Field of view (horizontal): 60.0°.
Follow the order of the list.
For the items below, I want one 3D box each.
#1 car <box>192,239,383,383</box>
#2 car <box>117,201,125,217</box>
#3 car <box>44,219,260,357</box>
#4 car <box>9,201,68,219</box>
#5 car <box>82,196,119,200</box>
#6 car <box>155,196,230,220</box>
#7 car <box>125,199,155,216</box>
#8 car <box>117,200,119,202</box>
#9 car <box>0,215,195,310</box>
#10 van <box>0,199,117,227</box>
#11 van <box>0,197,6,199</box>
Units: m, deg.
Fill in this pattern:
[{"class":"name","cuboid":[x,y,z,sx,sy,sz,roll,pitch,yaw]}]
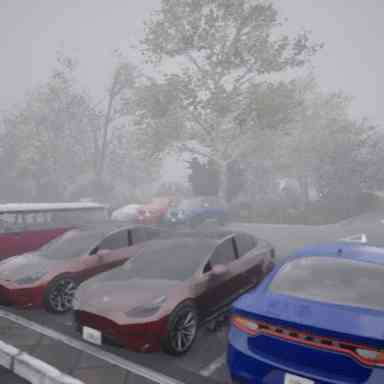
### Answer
[{"class":"car","cuboid":[2.333,1.480,4.837,2.097,1.535,5.008,-1,0,35]},{"class":"car","cuboid":[-4.059,1.662,25.436,2.002,1.452,4.674,-1,0,35]},{"class":"car","cuboid":[0.035,1.533,6.442,2.163,1.488,4.792,-1,0,35]},{"class":"car","cuboid":[-15.306,1.767,33.432,2.097,1.535,5.008,-1,0,35]},{"class":"car","cuboid":[-8.515,1.424,28.574,2.435,2.045,5.566,-1,0,35]},{"class":"car","cuboid":[0.463,1.324,22.189,2.435,2.045,5.566,-1,0,35]},{"class":"car","cuboid":[-1.707,1.346,23.731,2.435,2.045,5.566,-1,0,35]},{"class":"car","cuboid":[-6.229,1.648,26.976,2.097,1.535,5.008,-1,0,35]},{"class":"car","cuboid":[-2.250,1.555,8.067,2.163,1.488,4.792,-1,0,35]},{"class":"van","cuboid":[-4.586,1.323,9.622,1.878,1.987,4.442,-1,0,35]},{"class":"van","cuboid":[-24.316,1.667,39.995,1.878,1.987,4.442,-1,-1,35]}]
